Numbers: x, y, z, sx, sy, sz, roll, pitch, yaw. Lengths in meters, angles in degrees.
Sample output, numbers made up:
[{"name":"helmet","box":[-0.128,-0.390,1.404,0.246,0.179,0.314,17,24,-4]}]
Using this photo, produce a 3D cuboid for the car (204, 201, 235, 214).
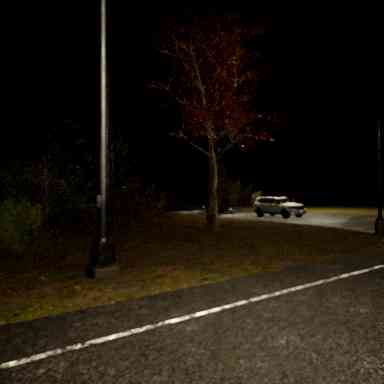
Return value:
[{"name":"car","box":[3.283,1.866,41.130,1.837,1.490,4.892,-2,0,-32]}]

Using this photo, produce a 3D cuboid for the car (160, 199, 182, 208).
[{"name":"car","box":[-3.837,2.007,59.545,1.837,1.490,4.892,-2,0,-32]}]

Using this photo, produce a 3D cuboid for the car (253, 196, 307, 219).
[{"name":"car","box":[8.464,1.462,32.660,2.150,2.045,5.566,-2,0,-33]}]

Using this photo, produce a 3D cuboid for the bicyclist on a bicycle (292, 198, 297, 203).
[{"name":"bicyclist on a bicycle","box":[12.481,1.560,40.688,1.656,1.620,0.582,0,0,-32]}]

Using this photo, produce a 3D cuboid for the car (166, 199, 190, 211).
[{"name":"car","box":[-2.155,1.967,49.983,1.882,1.535,5.008,-2,0,-32]}]
